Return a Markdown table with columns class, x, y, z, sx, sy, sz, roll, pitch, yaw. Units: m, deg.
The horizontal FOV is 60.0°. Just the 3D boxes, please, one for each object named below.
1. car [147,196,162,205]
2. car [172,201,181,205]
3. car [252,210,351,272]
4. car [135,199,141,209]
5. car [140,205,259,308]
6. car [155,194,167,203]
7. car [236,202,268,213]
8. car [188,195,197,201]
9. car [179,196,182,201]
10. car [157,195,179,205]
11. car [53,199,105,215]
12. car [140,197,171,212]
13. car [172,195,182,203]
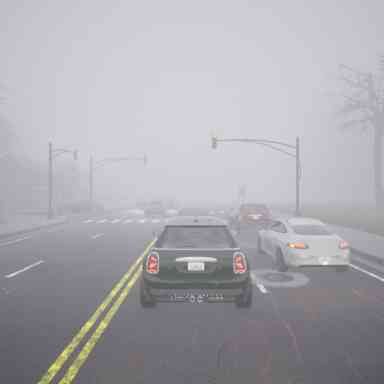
| class | x | y | z | sx | sy | sz | roll | pitch | yaw |
| --- | --- | --- | --- | --- | --- | --- | --- | --- | --- |
| car | -6.508 | 1.527 | 58.862 | 2.033 | 1.411 | 5.357 | 0 | 0 | 0 |
| car | 0.061 | 1.478 | 17.351 | 1.882 | 1.535 | 5.008 | 0 | 0 | 0 |
| car | 3.345 | 1.526 | 10.640 | 1.812 | 1.442 | 4.674 | 0 | 0 | 0 |
| car | -6.544 | 1.592 | 45.170 | 1.895 | 1.301 | 4.718 | 0 | 0 | 0 |
| car | 0.085 | 1.352 | 8.086 | 2.097 | 1.767 | 4.553 | 0 | 0 | 0 |
| car | -6.420 | 1.325 | 69.346 | 2.097 | 1.767 | 4.553 | 0 | 0 | 0 |
| car | 3.331 | 1.352 | 19.434 | 2.097 | 1.767 | 4.553 | 0 | 0 | 0 |
| car | 0.099 | 1.482 | 85.690 | 2.128 | 1.511 | 4.902 | 0 | 0 | 0 |
| car | -3.270 | 1.506 | 57.835 | 1.812 | 1.442 | 4.674 | 0 | 0 | 1 |
| car | -3.295 | 1.482 | 45.032 | 2.128 | 1.511 | 4.902 | 0 | 0 | 0 |
| car | -11.329 | 1.504 | 33.509 | 4.902 | 1.511 | 2.128 | 0 | 1 | -30 |
| car | -3.316 | 1.505 | 31.082 | 1.837 | 1.490 | 4.892 | 0 | 0 | 0 |
| car | -3.170 | 1.473 | 69.310 | 1.837 | 1.490 | 4.892 | 0 | 0 | 0 |
